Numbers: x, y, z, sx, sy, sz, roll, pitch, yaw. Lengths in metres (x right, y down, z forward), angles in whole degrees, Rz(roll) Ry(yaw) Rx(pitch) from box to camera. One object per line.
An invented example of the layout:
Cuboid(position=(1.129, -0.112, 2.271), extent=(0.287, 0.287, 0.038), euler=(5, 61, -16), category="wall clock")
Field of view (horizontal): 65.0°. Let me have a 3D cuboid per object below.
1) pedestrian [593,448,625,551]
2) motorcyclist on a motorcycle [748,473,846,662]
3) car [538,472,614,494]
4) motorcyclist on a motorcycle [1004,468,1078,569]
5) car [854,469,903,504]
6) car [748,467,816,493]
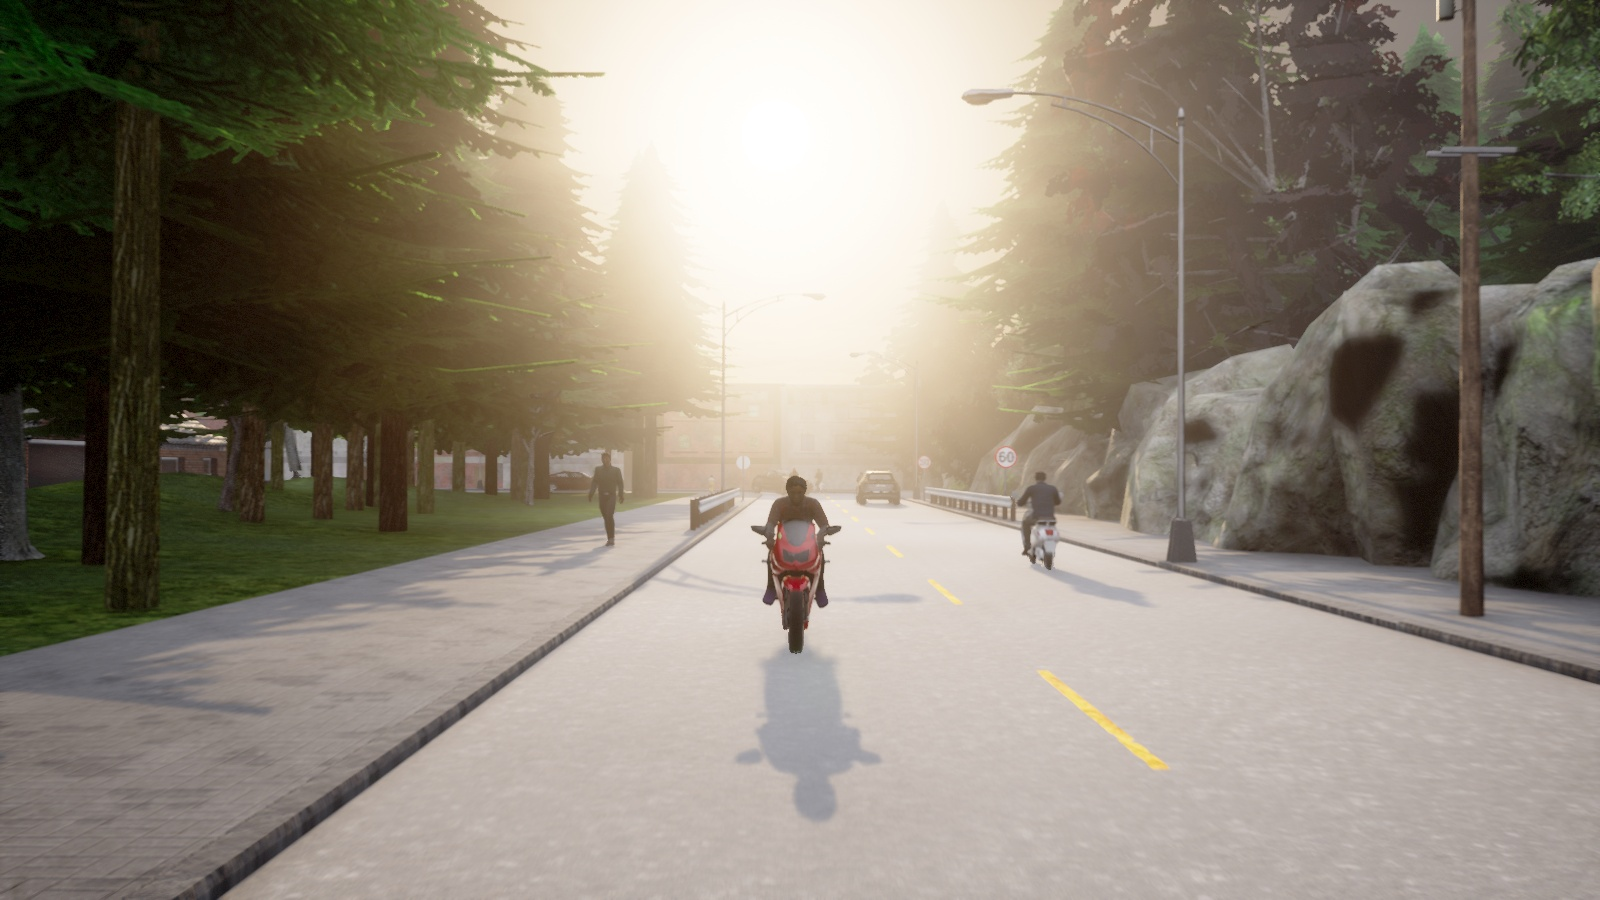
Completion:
Cuboid(position=(-3.662, 0.942, 24.103), extent=(0.423, 1.949, 0.788), euler=(0, -1, 6), category="pedestrian")
Cuboid(position=(-0.027, 0.986, 11.366), extent=(0.797, 1.523, 2.044), euler=(0, 0, 0), category="motorcyclist on a motorcycle")
Cuboid(position=(-15.723, 2.334, 88.344), extent=(5.008, 1.535, 1.882), euler=(0, -1, 0), category="car")
Cuboid(position=(3.951, 1.099, 20.750), extent=(0.866, 1.590, 1.817), euler=(0, -1, 0), category="motorcyclist on a motorcycle")
Cuboid(position=(3.750, 1.746, 60.749), extent=(2.033, 1.649, 4.856), euler=(0, -1, 0), category="car")
Cuboid(position=(-1.221, 1.998, 83.551), extent=(2.152, 1.651, 5.027), euler=(1, -1, -33), category="car")
